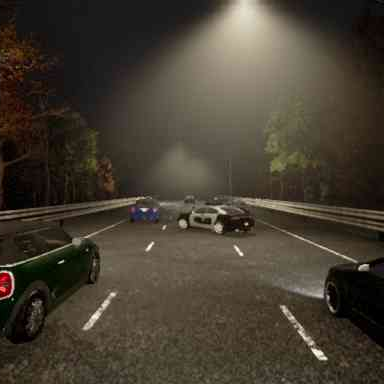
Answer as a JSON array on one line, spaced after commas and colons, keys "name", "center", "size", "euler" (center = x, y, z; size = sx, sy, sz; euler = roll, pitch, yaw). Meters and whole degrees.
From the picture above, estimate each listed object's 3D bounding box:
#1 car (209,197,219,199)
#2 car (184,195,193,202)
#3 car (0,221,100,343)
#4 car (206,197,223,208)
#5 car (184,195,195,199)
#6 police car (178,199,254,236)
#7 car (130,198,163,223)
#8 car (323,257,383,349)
[{"name": "car", "center": [3.387, 1.464, 37.875], "size": [1.882, 1.535, 5.008], "euler": [0, 0, -1]}, {"name": "car", "center": [-0.798, 1.481, 76.708], "size": [1.994, 1.385, 4.181], "euler": [0, 0, -1]}, {"name": "car", "center": [-3.387, 1.350, 6.622], "size": [2.097, 1.767, 4.553], "euler": [0, 0, 0]}, {"name": "car", "center": [3.251, 1.483, 48.941], "size": [2.163, 1.488, 4.792], "euler": [0, 0, -1]}, {"name": "car", "center": [-0.419, 1.461, 60.783], "size": [2.128, 1.511, 4.902], "euler": [0, 0, -1]}, {"name": "police car", "center": [1.127, 1.420, 18.853], "size": [1.930, 1.638, 5.238], "euler": [0, 0, -39]}, {"name": "car", "center": [-3.423, 1.344, 25.848], "size": [2.097, 1.767, 4.553], "euler": [0, 0, 0]}, {"name": "car", "center": [3.517, 1.562, 4.762], "size": [1.994, 1.385, 4.181], "euler": [0, 0, 0]}]
